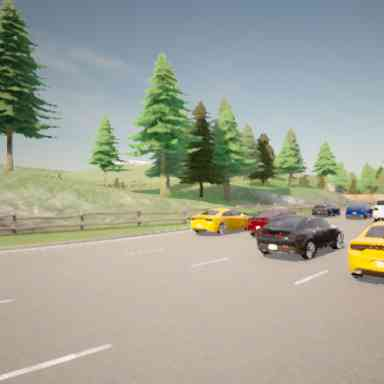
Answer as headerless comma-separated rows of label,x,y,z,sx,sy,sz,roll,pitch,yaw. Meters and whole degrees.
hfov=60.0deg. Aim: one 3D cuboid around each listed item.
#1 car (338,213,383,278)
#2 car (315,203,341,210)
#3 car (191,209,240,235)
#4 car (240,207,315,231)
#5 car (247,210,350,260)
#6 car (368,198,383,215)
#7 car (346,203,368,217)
car,6.186,1.577,9.747,1.882,1.535,5.008,-1,-1,42
car,14.551,1.913,35.845,2.128,1.511,4.902,-1,-1,40
car,2.031,1.783,21.055,1.882,1.535,5.008,-1,-1,41
car,5.096,1.730,19.261,1.882,1.535,5.008,-1,-1,41
car,4.435,1.673,13.290,1.837,1.490,4.892,-1,-1,43
car,16.608,1.498,27.414,2.150,2.045,5.566,-1,-1,40
car,16.872,1.838,33.167,1.882,1.535,5.008,-1,-1,40
